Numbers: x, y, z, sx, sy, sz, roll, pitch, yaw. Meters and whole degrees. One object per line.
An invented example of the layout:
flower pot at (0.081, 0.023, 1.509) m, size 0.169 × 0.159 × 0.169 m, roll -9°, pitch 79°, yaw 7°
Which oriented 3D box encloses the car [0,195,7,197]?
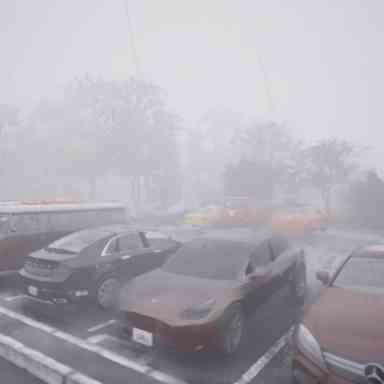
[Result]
car at (-23.356, 1.548, 39.836) m, size 2.185 × 1.767 × 4.553 m, roll 0°, pitch 0°, yaw 36°

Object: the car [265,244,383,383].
car at (2.995, 1.574, 4.893) m, size 2.002 × 1.452 × 4.674 m, roll 0°, pitch 0°, yaw 36°

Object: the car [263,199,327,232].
car at (6.068, 1.429, 18.742) m, size 2.185 × 1.767 × 4.553 m, roll 0°, pitch 0°, yaw 36°

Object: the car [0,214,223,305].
car at (-1.535, 1.556, 8.129) m, size 2.231 × 1.521 × 4.892 m, roll 0°, pitch 0°, yaw 36°

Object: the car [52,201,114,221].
car at (-9.753, 1.629, 30.131) m, size 2.231 × 1.521 × 4.892 m, roll 0°, pitch 0°, yaw 36°

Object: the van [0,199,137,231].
van at (-3.962, 1.341, 9.734) m, size 1.878 × 1.987 × 4.442 m, roll 0°, pitch 0°, yaw 36°

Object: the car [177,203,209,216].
car at (1.567, 1.574, 22.235) m, size 1.946 × 1.575 × 5.366 m, roll 0°, pitch 0°, yaw 36°

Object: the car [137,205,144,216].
car at (-2.985, 1.627, 25.233) m, size 2.163 × 1.488 × 4.792 m, roll 0°, pitch 0°, yaw 36°

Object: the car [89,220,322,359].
car at (0.714, 1.574, 6.489) m, size 2.163 × 1.488 × 4.792 m, roll 0°, pitch 0°, yaw 36°

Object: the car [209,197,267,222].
car at (3.738, 1.315, 20.486) m, size 2.435 × 2.045 × 5.566 m, roll 0°, pitch 0°, yaw 36°

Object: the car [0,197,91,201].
car at (-6.072, 1.326, 11.355) m, size 2.435 × 2.045 × 5.566 m, roll 0°, pitch 0°, yaw 36°

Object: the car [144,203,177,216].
car at (-0.700, 1.587, 23.639) m, size 2.097 × 1.535 × 5.008 m, roll 0°, pitch 0°, yaw 36°

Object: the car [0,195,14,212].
car at (-25.617, 1.429, 41.461) m, size 2.435 × 2.045 × 5.566 m, roll 0°, pitch 0°, yaw 36°

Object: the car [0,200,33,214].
car at (-21.072, 1.707, 38.241) m, size 2.002 × 1.452 × 4.674 m, roll 0°, pitch 0°, yaw 36°
